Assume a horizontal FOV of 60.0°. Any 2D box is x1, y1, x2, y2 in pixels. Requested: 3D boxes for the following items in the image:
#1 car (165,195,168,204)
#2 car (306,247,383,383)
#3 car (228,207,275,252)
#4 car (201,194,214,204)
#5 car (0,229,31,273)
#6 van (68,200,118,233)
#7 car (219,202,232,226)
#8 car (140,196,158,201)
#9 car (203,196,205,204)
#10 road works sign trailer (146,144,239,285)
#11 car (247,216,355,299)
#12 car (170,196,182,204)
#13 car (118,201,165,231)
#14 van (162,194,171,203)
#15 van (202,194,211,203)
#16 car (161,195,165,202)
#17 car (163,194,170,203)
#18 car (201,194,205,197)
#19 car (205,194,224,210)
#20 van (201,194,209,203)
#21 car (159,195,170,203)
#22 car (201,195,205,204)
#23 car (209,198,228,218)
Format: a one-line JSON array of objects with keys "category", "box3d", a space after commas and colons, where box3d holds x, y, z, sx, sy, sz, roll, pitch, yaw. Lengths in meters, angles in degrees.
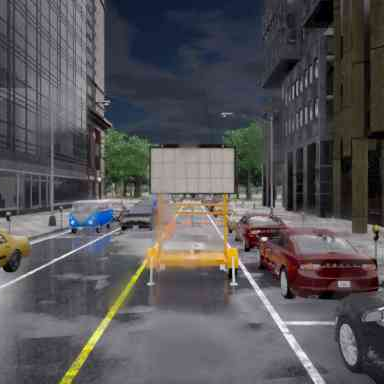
[{"category": "car", "box3d": [-5.672, 1.580, 57.239, 1.947, 1.339, 4.313, 0, 0, 0]}, {"category": "car", "box3d": [2.767, 1.551, 2.849, 2.008, 1.369, 4.403, 0, 0, 0]}, {"category": "car", "box3d": [2.784, 1.545, 13.725, 1.887, 1.381, 4.507, 0, 0, 0]}, {"category": "car", "box3d": [2.861, 1.333, 62.663, 2.192, 1.841, 5.009, 0, 0, 0]}, {"category": "car", "box3d": [-5.750, 1.525, 8.131, 1.752, 1.417, 4.829, 0, 0, 0]}, {"category": "van", "box3d": [-5.733, 1.342, 19.176, 1.690, 1.788, 3.998, 0, 0, 0]}, {"category": "car", "box3d": [2.793, 1.527, 19.332, 1.752, 1.417, 4.829, 0, 0, 0]}, {"category": "car", "box3d": [-5.698, 1.572, 40.926, 1.947, 1.339, 4.313, 0, 0, 0]}, {"category": "car", "box3d": [2.836, 1.534, 46.520, 1.752, 1.417, 4.829, 0, 0, 0]}, {"category": "road works sign trailer", "box3d": [0.015, 0.465, 9.434, 2.380, 3.560, 2.880, 0, 0, 0]}, {"category": "car", "box3d": [2.776, 1.545, 8.287, 1.887, 1.381, 4.507, 0, 0, 0]}, {"category": "car", "box3d": [-2.892, 1.513, 66.786, 2.128, 1.511, 4.902, 0, 0, 0]}, {"category": "car", "box3d": [-3.066, 1.549, 20.752, 2.033, 1.411, 5.357, 0, 0, 0]}, {"category": "van", "box3d": [-5.647, 1.367, 73.552, 1.690, 1.788, 3.998, 0, 0, 0]}, {"category": "van", "box3d": [2.870, 1.363, 68.100, 1.690, 1.788, 3.998, 0, 0, 0]}, {"category": "car", "box3d": [-5.681, 1.537, 51.632, 1.752, 1.417, 4.829, 0, 0, 0]}, {"category": "car", "box3d": [-5.664, 1.543, 62.507, 1.752, 1.417, 4.829, 0, 0, 0]}, {"category": "car", "box3d": [2.853, 1.455, 57.225, 1.967, 1.590, 4.097, 0, 0, 0]}, {"category": "car", "box3d": [2.818, 1.320, 35.475, 2.192, 1.841, 5.009, 0, 0, 0]}, {"category": "van", "box3d": [2.879, 1.367, 73.538, 1.690, 1.788, 3.998, 0, 0, 0]}, {"category": "car", "box3d": [-5.655, 1.462, 68.114, 1.967, 1.590, 4.097, 0, 0, 0]}, {"category": "car", "box3d": [2.844, 1.556, 51.788, 1.887, 1.381, 4.507, 0, 0, 0]}, {"category": "car", "box3d": [2.810, 1.529, 30.207, 1.752, 1.417, 4.829, 0, 0, 0]}]
